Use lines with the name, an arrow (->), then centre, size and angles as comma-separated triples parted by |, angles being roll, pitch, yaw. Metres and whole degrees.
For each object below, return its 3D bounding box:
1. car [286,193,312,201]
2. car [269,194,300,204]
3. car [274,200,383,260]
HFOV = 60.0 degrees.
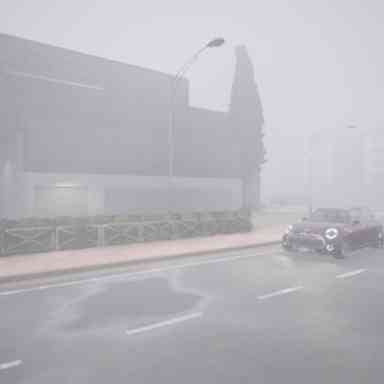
car -> 19.089, 1.195, 59.932 | 2.150, 2.045, 5.566 | 0, 0, -24
car -> 15.865, 1.529, 58.581 | 2.033, 1.411, 5.357 | 0, 0, -25
car -> 5.437, 1.347, 12.659 | 4.553, 1.767, 2.097 | 0, 0, -41
